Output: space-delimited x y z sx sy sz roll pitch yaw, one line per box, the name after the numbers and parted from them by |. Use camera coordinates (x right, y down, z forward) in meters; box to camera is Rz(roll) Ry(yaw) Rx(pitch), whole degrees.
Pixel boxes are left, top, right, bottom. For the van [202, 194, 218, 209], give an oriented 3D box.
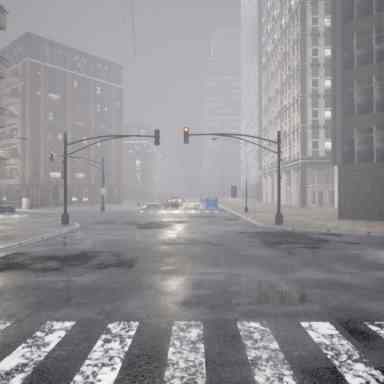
2.668 1.386 45.893 1.690 1.788 3.998 0 0 0 | van

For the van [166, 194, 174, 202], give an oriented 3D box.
-5.140 1.474 79.224 1.690 1.788 3.998 0 0 0 | van

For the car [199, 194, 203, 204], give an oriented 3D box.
2.715 1.644 68.102 1.887 1.381 4.507 0 0 0 | car

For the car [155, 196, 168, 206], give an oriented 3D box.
-5.189 1.510 57.016 1.967 1.590 4.097 0 0 0 | car

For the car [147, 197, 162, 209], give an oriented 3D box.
-5.213 1.570 45.740 1.752 1.417 4.829 0 0 0 | car

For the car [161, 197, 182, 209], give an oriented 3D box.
-2.731 1.644 45.039 1.895 1.301 4.718 0 0 0 | car

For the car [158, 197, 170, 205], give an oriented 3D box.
-5.177 1.650 62.568 1.947 1.339 4.313 0 0 0 | car

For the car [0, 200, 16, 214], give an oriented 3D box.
-21.335 1.669 36.834 5.008 1.535 1.882 0 -1 41 | car

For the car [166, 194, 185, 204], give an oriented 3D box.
-2.706 1.415 54.165 2.097 1.767 4.553 0 0 0 | car

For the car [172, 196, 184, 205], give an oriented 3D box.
-2.658 1.580 64.005 2.128 1.511 4.902 0 0 1 | car

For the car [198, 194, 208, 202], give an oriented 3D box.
2.750 1.467 84.761 2.192 1.841 5.009 0 0 0 | car

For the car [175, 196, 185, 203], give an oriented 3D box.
-2.590 1.669 73.887 1.994 1.385 4.181 0 0 0 | car
